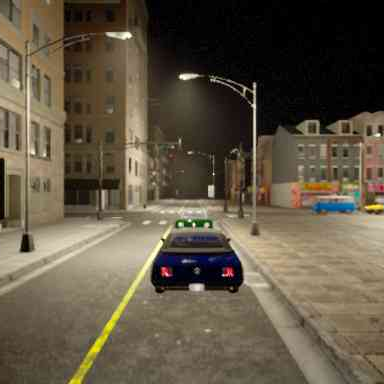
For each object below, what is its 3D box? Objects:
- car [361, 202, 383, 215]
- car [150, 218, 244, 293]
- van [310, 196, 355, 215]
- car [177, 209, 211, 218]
[{"bbox_3d":[19.191,1.494,32.513,4.829,1.417,1.752,0,0,0],"label":"car"},{"bbox_3d":[0.101,1.594,8.766,1.895,1.301,4.718,0,0,0],"label":"car"},{"bbox_3d":[13.749,1.314,32.523,3.998,1.788,1.690,0,0,0],"label":"van"},{"bbox_3d":[0.106,1.587,18.020,1.895,1.301,4.718,0,0,1],"label":"car"}]
